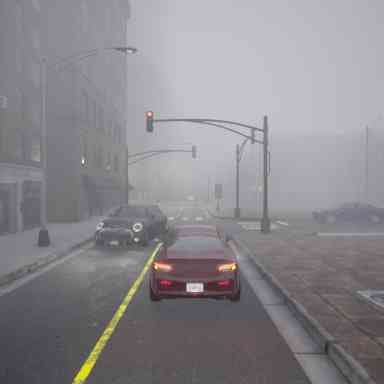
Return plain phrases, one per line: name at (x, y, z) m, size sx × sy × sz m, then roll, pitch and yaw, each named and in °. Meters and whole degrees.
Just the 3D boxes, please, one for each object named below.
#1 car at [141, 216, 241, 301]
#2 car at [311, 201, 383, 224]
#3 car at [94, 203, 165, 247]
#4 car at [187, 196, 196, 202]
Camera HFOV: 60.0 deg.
car at (0.083, 1.526, 8.184) m, size 1.812 × 1.442 × 4.674 m, roll 0°, pitch 0°, yaw 1°
car at (11.189, 1.432, 23.883) m, size 5.008 × 1.535 × 1.882 m, roll -1°, pitch 0°, yaw 0°
car at (-2.560, 1.353, 14.887) m, size 2.097 × 1.767 × 4.553 m, roll 0°, pitch 0°, yaw 10°
car at (-0.076, 1.567, 76.160) m, size 1.812 × 1.442 × 4.674 m, roll 0°, pitch 0°, yaw 0°
